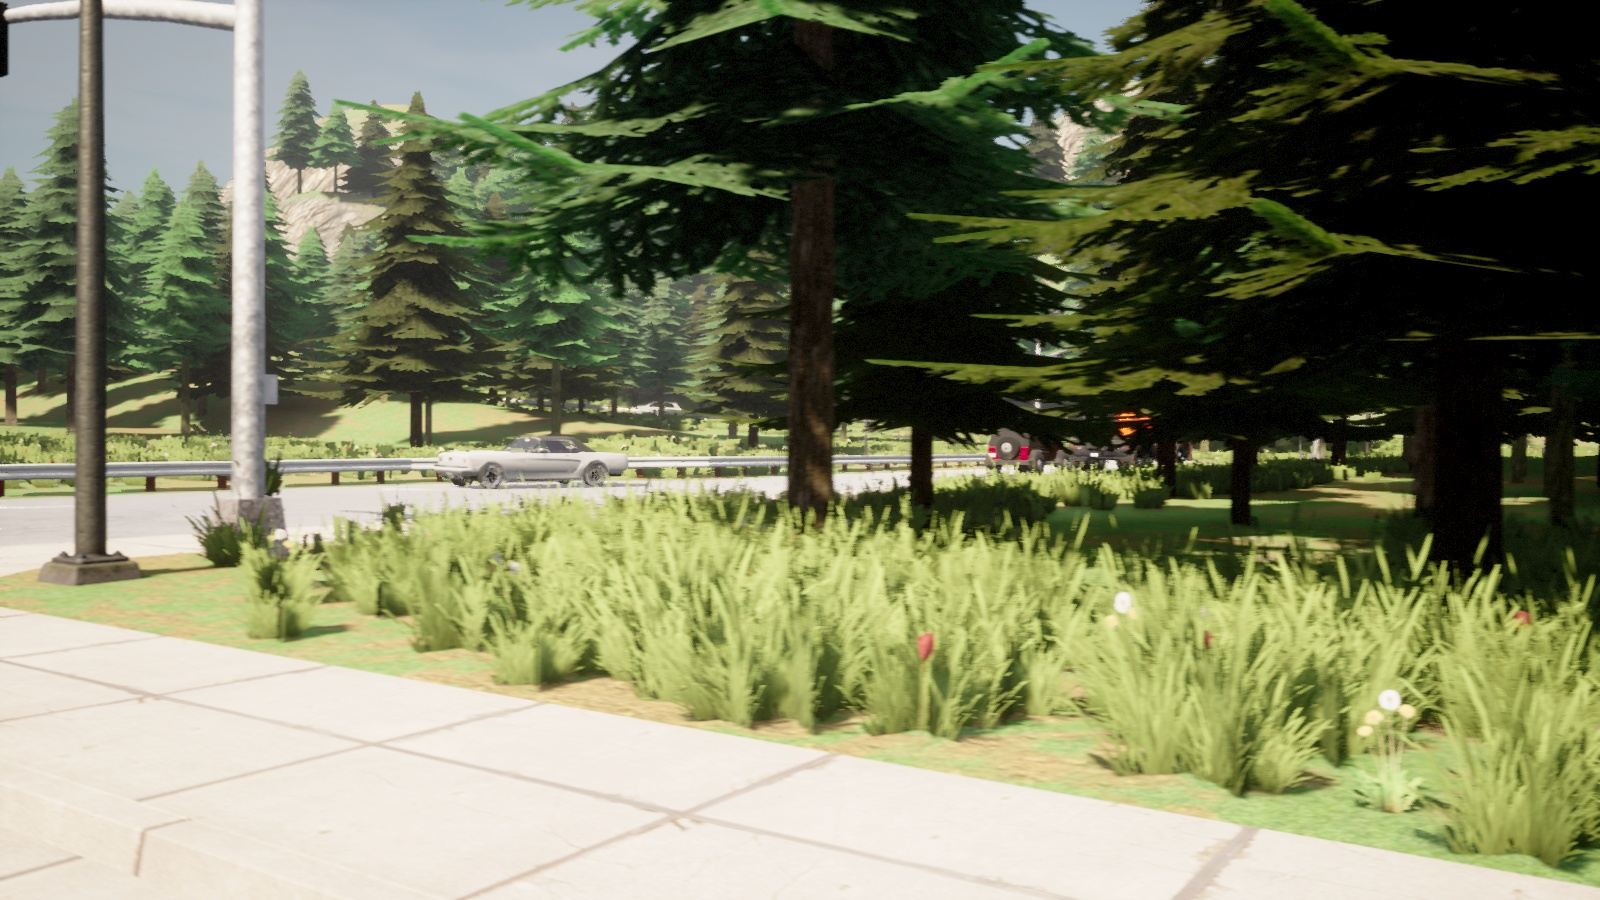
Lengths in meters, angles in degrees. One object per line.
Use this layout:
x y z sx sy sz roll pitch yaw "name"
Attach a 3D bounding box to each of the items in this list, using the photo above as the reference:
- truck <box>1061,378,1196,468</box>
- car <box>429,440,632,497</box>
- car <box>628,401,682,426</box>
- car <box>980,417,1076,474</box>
13.826 -1.117 52.342 2.891 3.462 7.936 0 1 35 "truck"
-6.848 0.428 32.166 4.718 1.301 1.895 -1 1 -39 "car"
-10.568 -2.644 91.328 3.633 1.501 1.845 4 -1 -13 "car"
8.000 -0.173 43.902 1.905 1.878 3.866 0 1 34 "car"
